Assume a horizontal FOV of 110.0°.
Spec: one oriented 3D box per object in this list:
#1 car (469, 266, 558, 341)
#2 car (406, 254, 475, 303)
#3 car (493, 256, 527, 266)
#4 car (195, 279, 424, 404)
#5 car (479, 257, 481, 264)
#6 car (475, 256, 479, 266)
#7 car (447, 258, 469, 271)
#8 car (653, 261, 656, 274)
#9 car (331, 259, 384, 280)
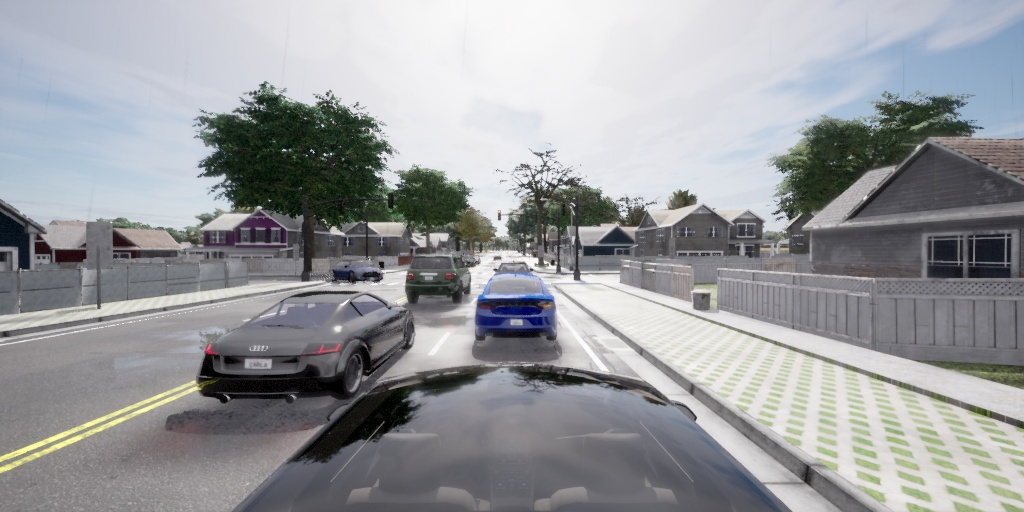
[{"bbox_3d":[0.088,1.213,9.887,1.882,1.535,5.008,0,0,0],"label":"car"},{"bbox_3d":[-3.173,0.927,16.351,2.150,2.045,5.566,0,0,0],"label":"car"},{"bbox_3d":[0.074,1.041,18.842,2.097,1.767,4.553,0,0,0],"label":"car"},{"bbox_3d":[-3.157,1.308,6.470,1.994,1.385,4.181,0,0,0],"label":"car"},{"bbox_3d":[-6.652,0.728,64.518,2.033,1.411,5.357,0,1,0],"label":"car"},{"bbox_3d":[-6.661,0.715,54.238,2.097,1.767,4.553,0,1,0],"label":"car"},{"bbox_3d":[-6.663,1.011,44.800,2.033,1.411,5.357,0,1,0],"label":"car"},{"bbox_3d":[12.675,1.095,32.532,4.718,1.301,1.895,0,1,1],"label":"car"},{"bbox_3d":[-11.113,1.031,25.779,4.553,1.767,2.097,-1,-1,42],"label":"car"}]
